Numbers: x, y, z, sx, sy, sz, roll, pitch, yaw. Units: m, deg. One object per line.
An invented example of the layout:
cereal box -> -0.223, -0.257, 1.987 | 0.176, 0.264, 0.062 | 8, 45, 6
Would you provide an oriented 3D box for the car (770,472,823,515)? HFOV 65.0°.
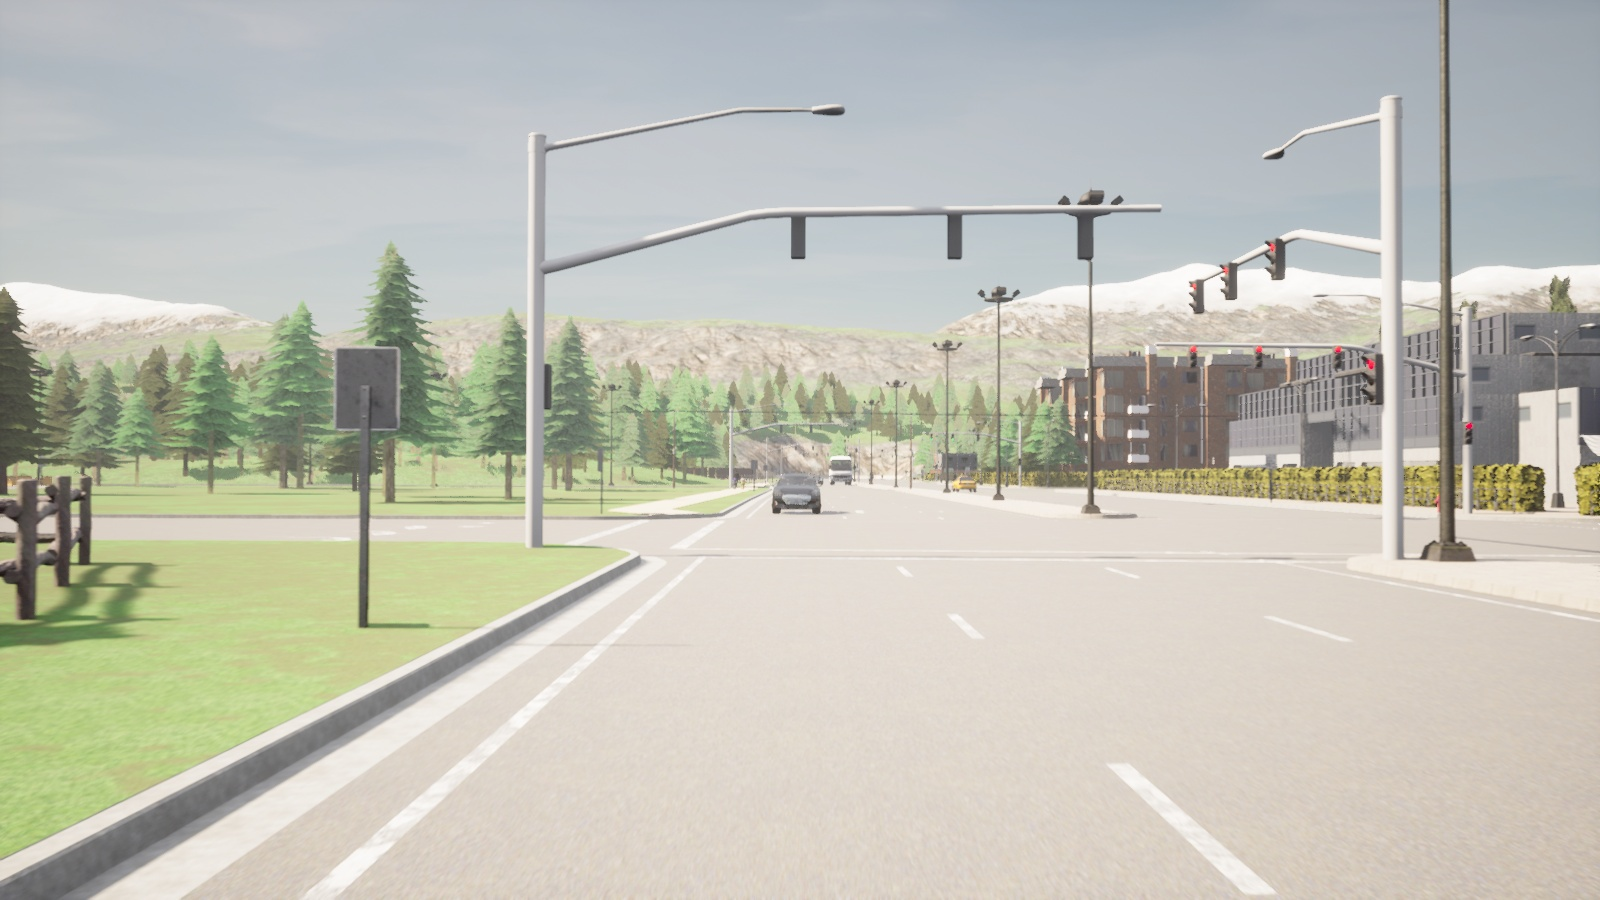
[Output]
car -> -0.126, 1.724, 50.804 | 2.033, 1.649, 4.856 | 0, -1, 0
